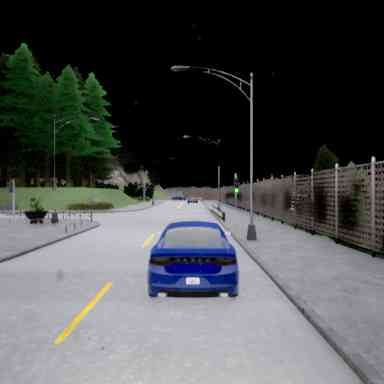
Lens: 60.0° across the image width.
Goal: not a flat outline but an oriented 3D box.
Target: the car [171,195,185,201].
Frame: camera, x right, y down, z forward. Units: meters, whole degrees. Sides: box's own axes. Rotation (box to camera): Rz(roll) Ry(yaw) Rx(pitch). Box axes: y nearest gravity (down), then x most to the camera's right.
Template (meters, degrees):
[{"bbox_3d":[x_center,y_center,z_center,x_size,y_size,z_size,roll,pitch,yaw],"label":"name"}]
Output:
[{"bbox_3d":[-3.455,1.497,87.584,4.674,1.442,1.812,0,0,40],"label":"car"}]

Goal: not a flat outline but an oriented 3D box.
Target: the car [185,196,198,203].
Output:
[{"bbox_3d":[0.138,1.542,68.024,1.994,1.385,4.181,0,0,0],"label":"car"}]

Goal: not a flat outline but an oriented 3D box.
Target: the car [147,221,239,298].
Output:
[{"bbox_3d":[0.040,1.475,8.581,1.882,1.535,5.008,0,0,1],"label":"car"}]
